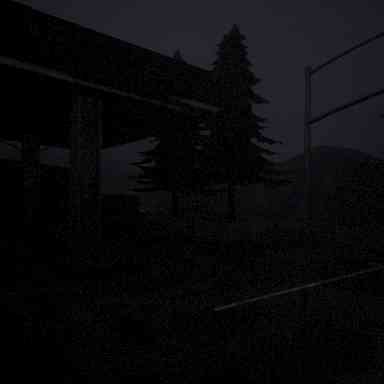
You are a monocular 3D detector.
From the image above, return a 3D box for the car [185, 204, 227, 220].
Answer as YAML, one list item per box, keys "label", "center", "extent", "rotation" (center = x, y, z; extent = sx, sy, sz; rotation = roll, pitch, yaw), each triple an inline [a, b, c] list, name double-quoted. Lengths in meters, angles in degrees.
- label: "car"
  center: [1.385, 1.770, 28.709]
  extent: [2.033, 1.411, 5.357]
  rotation: [1, 0, -35]

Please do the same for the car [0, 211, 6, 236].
- label: "car"
  center: [-11.719, 1.519, 18.431]
  extent: [2.242, 1.667, 4.611]
  rotation: [1, 0, -36]

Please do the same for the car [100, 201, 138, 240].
- label: "car"
  center: [-4.587, 1.445, 18.252]
  extent: [1.905, 1.878, 3.866]
  rotation: [1, 0, -36]
